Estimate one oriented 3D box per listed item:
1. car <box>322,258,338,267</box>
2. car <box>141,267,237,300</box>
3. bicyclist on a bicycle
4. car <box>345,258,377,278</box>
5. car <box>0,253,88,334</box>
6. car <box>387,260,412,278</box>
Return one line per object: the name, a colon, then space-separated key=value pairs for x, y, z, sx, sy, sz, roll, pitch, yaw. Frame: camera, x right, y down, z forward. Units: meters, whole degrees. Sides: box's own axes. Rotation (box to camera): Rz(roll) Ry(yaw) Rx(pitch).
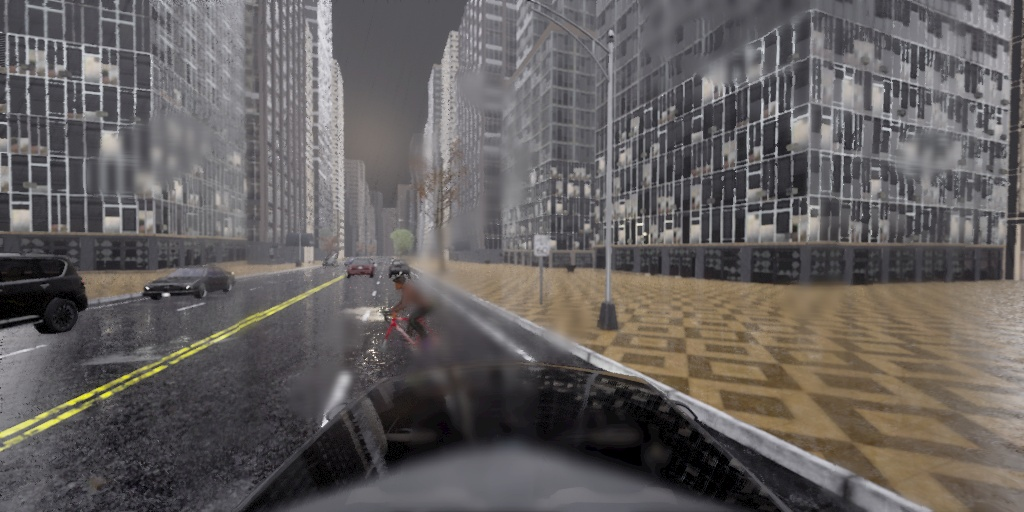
car: x=-29.393 y=1.059 z=58.001 sx=1.837 sy=1.490 sz=4.892 roll=0 pitch=0 yaw=-18
car: x=-15.507 y=1.241 z=17.676 sx=2.033 sy=1.411 sz=5.357 roll=0 pitch=0 yaw=-19
bicyclist on a bicycle: x=-1.874 y=1.182 z=6.629 sx=1.656 sy=1.620 sz=0.582 roll=-2 pitch=1 yaw=-19
car: x=-13.557 y=0.995 z=32.440 sx=2.097 sy=1.767 sz=4.553 roll=0 pitch=0 yaw=-19
car: x=-11.952 y=0.952 z=7.364 sx=2.150 sy=2.045 sz=5.566 roll=0 pitch=0 yaw=-19
car: x=-10.010 y=1.148 z=32.044 sx=1.837 sy=1.490 sz=4.892 roll=0 pitch=0 yaw=-19
